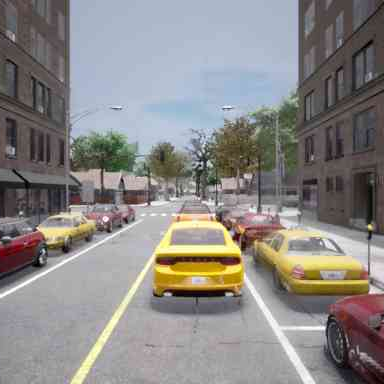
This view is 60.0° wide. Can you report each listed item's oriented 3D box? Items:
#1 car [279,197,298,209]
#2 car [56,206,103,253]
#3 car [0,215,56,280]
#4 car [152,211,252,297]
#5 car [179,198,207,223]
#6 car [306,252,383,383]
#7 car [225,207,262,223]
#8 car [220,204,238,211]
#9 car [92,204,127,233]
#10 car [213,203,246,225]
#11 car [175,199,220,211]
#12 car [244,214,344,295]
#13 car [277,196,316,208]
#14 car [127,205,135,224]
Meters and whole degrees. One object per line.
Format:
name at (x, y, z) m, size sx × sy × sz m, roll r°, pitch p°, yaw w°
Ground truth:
car at (14.648, 1.455, 44.628) m, size 4.674 × 1.442 × 1.812 m, roll -1°, pitch 0°, yaw 1°
car at (-5.346, 1.530, 13.767) m, size 1.752 × 1.417 × 4.829 m, roll 0°, pitch 0°, yaw 0°
car at (-5.363, 1.442, 8.418) m, size 1.967 × 1.590 × 4.097 m, roll 0°, pitch 0°, yaw 0°
car at (0.129, 1.480, 8.612) m, size 1.882 × 1.535 × 5.008 m, roll 0°, pitch 0°, yaw 0°
car at (0.085, 1.365, 26.636) m, size 2.097 × 1.767 × 4.553 m, roll 0°, pitch 0°, yaw 0°
car at (2.644, 1.582, 2.877) m, size 1.802 × 1.307 × 4.206 m, roll 0°, pitch 0°, yaw 0°
car at (2.680, 1.550, 13.914) m, size 1.887 × 1.381 × 4.507 m, roll 0°, pitch 0°, yaw 0°
car at (2.698, 1.590, 19.432) m, size 1.802 × 1.307 × 4.206 m, roll 0°, pitch 0°, yaw 0°
car at (-5.327, 1.448, 19.456) m, size 1.967 × 1.590 × 4.097 m, roll 0°, pitch 0°, yaw 0°
car at (2.716, 1.577, 24.950) m, size 1.947 × 1.339 × 4.313 m, roll 0°, pitch 0°, yaw 0°
car at (0.156, 1.359, 17.794) m, size 2.097 × 1.767 × 4.553 m, roll 0°, pitch 0°, yaw 0°
car at (2.663, 1.528, 8.566) m, size 1.752 × 1.417 × 4.829 m, roll 0°, pitch 0°, yaw 0°
car at (14.985, 1.419, 47.885) m, size 4.902 × 1.511 × 2.128 m, roll 0°, pitch 0°, yaw 0°
car at (-5.310, 1.593, 24.975) m, size 1.802 × 1.307 × 4.206 m, roll 0°, pitch 0°, yaw 0°
